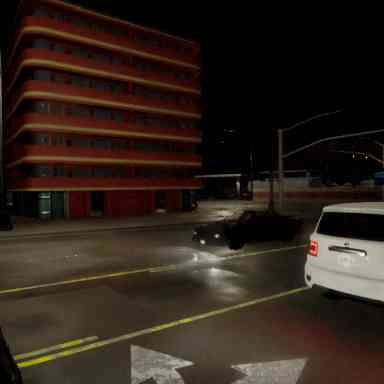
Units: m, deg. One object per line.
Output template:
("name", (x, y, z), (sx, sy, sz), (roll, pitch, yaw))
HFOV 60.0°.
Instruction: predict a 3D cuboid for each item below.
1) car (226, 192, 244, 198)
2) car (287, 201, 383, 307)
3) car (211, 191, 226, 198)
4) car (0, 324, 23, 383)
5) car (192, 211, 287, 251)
("car", (11.384, 0.818, 85.098), (3.806, 1.475, 1.970), (-1, 1, -35))
("car", (4.775, 1.218, 7.134), (5.566, 2.045, 2.150), (0, 0, -35))
("car", (7.417, 0.671, 89.324), (4.611, 1.667, 2.242), (-1, 1, -35))
("car", (-3.667, 1.222, 1.136), (5.566, 2.045, 2.150), (0, 0, -35))
("car", (2.598, 1.539, 14.394), (5.357, 1.411, 2.033), (0, 0, -35))
